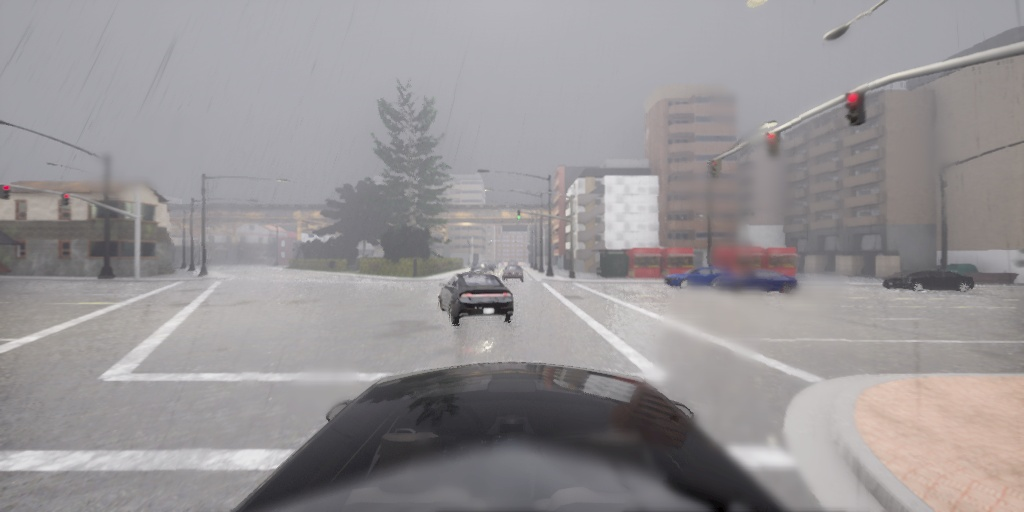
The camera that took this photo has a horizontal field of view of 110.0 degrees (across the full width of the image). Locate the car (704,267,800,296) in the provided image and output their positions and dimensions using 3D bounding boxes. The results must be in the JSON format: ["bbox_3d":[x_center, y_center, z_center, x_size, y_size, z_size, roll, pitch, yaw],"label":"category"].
[{"bbox_3d":[14.395,1.534,21.268,4.674,1.442,1.812,1,0,-1],"label":"car"}]

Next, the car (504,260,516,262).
[{"bbox_3d":[0.007,1.727,64.354,2.033,1.411,5.357,0,0,0],"label":"car"}]

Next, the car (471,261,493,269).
[{"bbox_3d":[-3.577,1.504,39.930,2.128,1.511,4.902,0,0,0],"label":"car"}]

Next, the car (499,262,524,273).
[{"bbox_3d":[0.108,1.513,32.383,2.033,1.411,5.357,0,0,0],"label":"car"}]

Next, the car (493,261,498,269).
[{"bbox_3d":[-3.540,1.704,53.130,1.895,1.301,4.718,0,0,0],"label":"car"}]

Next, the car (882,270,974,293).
[{"bbox_3d":[28.767,1.699,24.892,5.008,1.535,1.882,1,0,0],"label":"car"}]

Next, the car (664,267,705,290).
[{"bbox_3d":[13.136,1.495,24.775,5.008,1.535,1.882,1,0,0],"label":"car"}]

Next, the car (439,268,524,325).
[{"bbox_3d":[-1.376,1.337,12.333,2.128,1.511,4.902,1,-1,-17],"label":"car"}]
